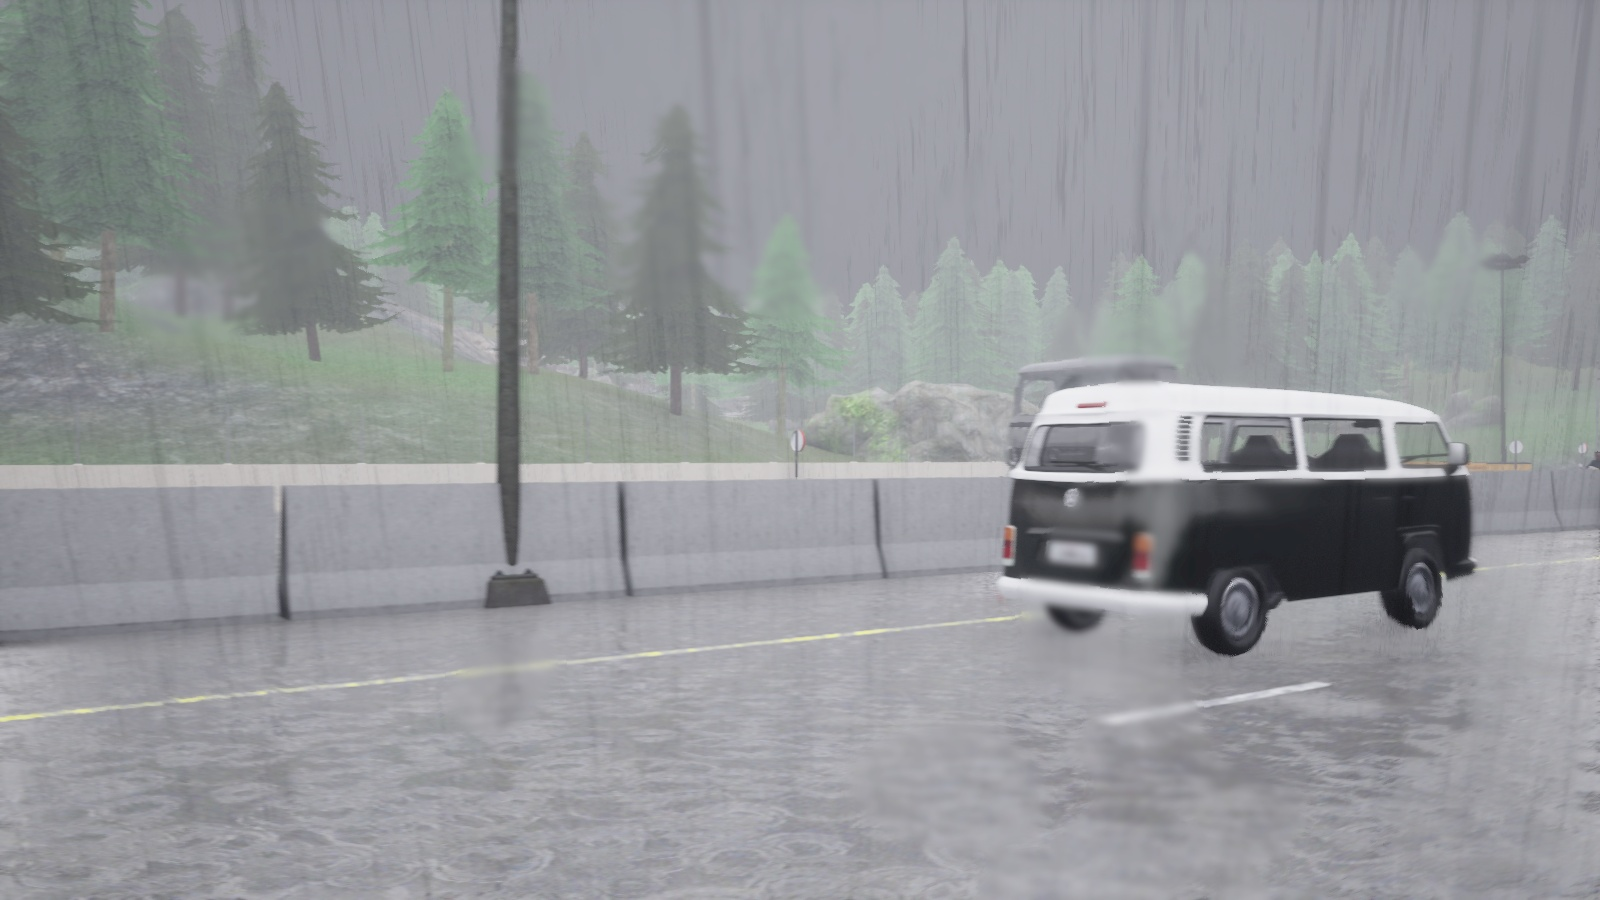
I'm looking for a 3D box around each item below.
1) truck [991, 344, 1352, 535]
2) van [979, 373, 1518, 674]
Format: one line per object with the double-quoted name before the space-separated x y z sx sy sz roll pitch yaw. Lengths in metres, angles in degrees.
"truck" 7.917 -0.189 26.230 7.936 3.462 2.891 0 0 -35
"van" 3.888 0.488 10.629 4.480 2.038 2.069 0 0 -35
